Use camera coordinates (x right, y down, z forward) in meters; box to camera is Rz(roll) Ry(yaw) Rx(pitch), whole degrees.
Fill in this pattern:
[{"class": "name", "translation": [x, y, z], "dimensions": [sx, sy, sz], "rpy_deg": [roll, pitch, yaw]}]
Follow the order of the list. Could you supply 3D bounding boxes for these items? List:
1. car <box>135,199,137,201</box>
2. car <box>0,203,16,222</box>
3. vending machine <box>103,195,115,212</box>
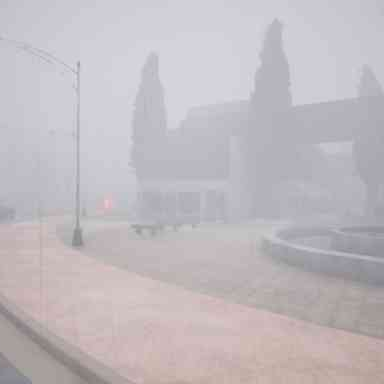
[{"class": "car", "translation": [-10.441, 1.835, 72.067], "dimensions": [2.128, 1.511, 4.902], "rpy_deg": [0, 0, 30]}, {"class": "car", "translation": [-15.429, 1.597, 26.047], "dimensions": [2.128, 1.511, 4.902], "rpy_deg": [0, 0, -9]}, {"class": "vending machine", "translation": [-10.227, 1.415, 40.981], "dimensions": [1.100, 2.100, 0.880], "rpy_deg": [0, 0, 16]}]
